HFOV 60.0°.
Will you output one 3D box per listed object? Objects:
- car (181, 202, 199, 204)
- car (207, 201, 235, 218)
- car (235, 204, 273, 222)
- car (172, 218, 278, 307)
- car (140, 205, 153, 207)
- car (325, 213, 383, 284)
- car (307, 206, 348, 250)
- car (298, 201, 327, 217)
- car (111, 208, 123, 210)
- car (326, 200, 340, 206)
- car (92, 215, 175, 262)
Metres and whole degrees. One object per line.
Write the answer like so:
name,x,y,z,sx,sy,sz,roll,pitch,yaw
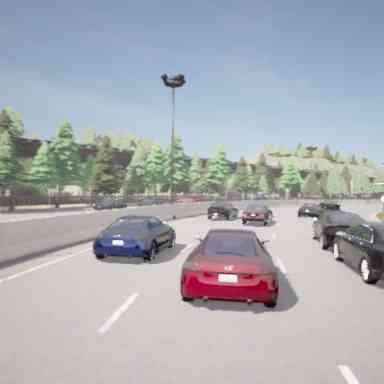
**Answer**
car,-0.042,1.249,40.731,2.150,2.045,5.566,1,0,27
car,2.748,1.579,29.144,1.837,1.490,4.892,1,0,20
car,5.071,1.664,25.500,2.033,1.411,5.357,1,0,19
car,0.952,1.588,8.199,1.994,1.385,4.181,1,0,8
car,-4.893,1.498,38.539,1.994,1.385,4.181,1,0,24
car,5.532,1.619,9.721,1.837,1.490,4.892,1,0,10
car,6.549,1.615,14.831,1.882,1.535,5.008,1,0,13
car,12.066,1.821,33.789,1.994,1.385,4.181,1,0,29
car,-9.160,1.415,37.478,1.994,1.385,4.181,1,0,23
car,18.679,1.870,45.113,1.882,1.535,5.008,1,0,36
car,-1.935,1.536,12.223,1.994,1.385,4.181,1,0,10
